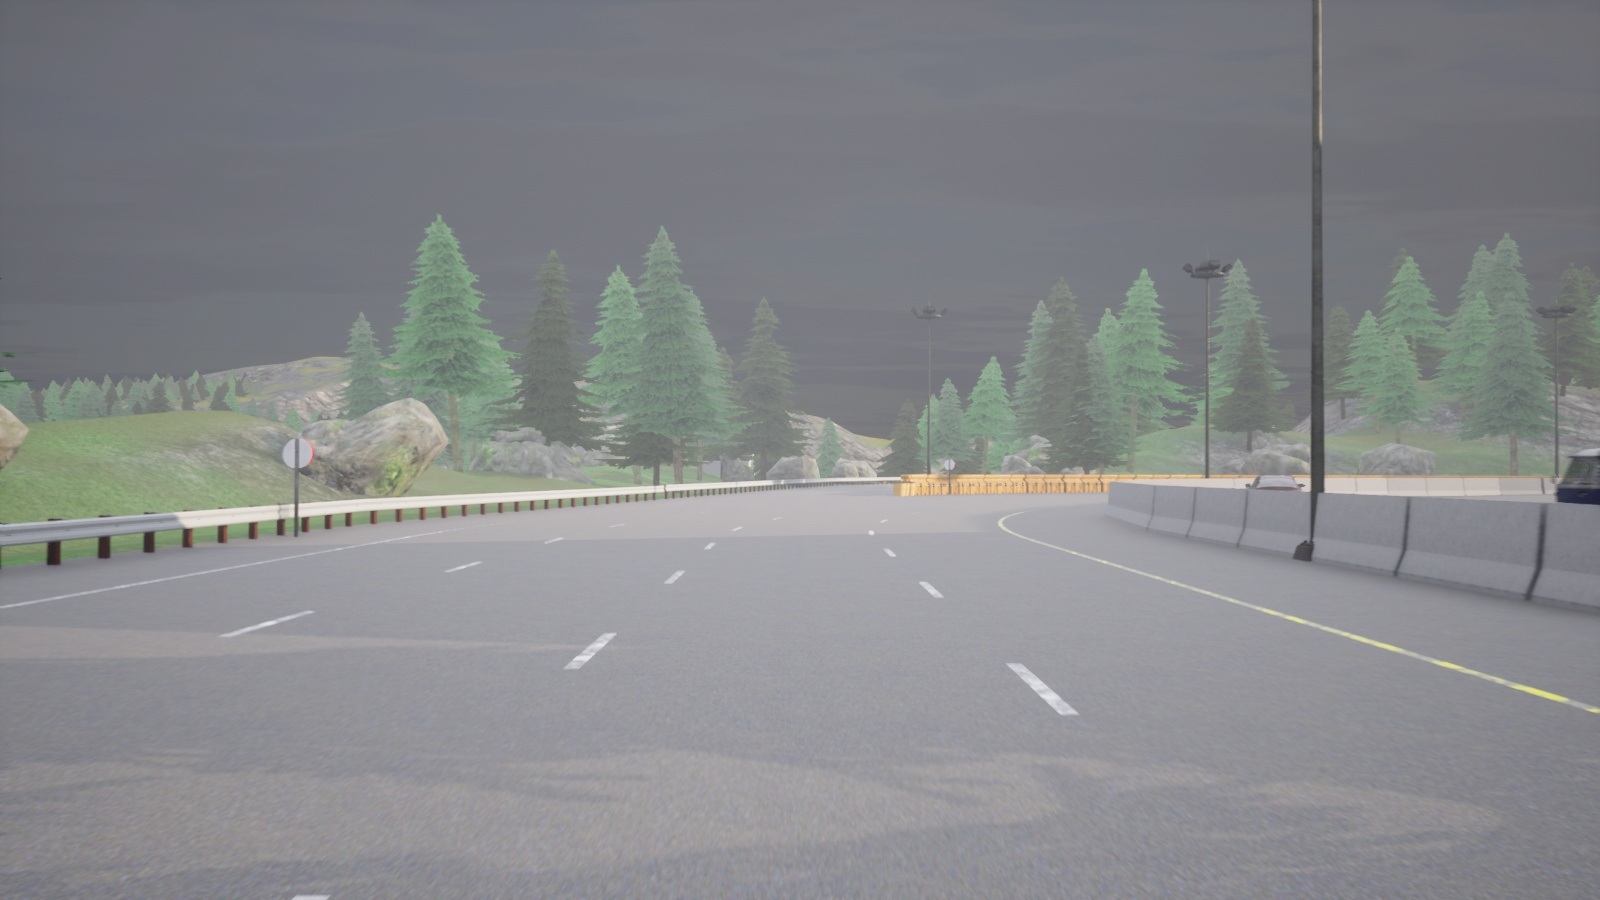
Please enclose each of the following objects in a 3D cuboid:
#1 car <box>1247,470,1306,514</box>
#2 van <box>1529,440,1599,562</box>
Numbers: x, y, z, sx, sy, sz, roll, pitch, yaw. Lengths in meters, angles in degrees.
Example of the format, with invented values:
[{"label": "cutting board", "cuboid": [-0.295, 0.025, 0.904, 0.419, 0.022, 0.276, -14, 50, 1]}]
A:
[{"label": "car", "cuboid": [16.823, 1.457, 44.508, 1.812, 1.442, 4.674, -1, -1, 19]}, {"label": "van", "cuboid": [13.955, 0.821, 20.264, 1.775, 1.987, 4.442, 0, -1, 0]}]
